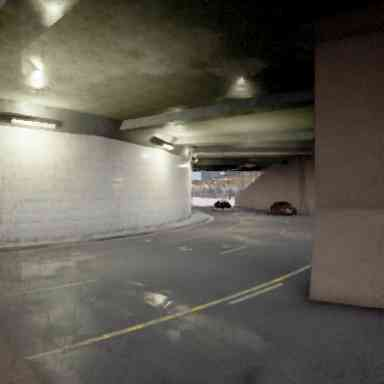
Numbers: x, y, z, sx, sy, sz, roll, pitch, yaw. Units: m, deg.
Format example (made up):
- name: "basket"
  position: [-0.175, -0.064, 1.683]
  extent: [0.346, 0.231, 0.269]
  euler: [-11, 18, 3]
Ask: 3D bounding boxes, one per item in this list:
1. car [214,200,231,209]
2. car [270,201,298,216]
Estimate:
- name: "car"
  position: [4.605, 1.845, 50.221]
  extent: [1.994, 1.385, 4.181]
  euler: [0, 0, -6]
- name: "car"
  position: [9.562, 1.697, 35.137]
  extent: [1.812, 1.442, 4.674]
  euler: [0, 0, -3]
